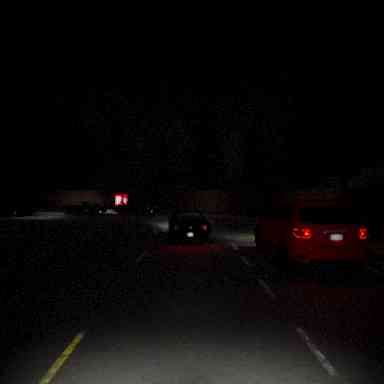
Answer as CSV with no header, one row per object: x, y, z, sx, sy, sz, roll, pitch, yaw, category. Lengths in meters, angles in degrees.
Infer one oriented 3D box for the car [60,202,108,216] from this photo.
-10.671,1.609,32.637,4.718,1.301,1.895,0,0,28,car

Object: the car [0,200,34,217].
-17.170,1.486,31.112,5.008,1.535,1.882,0,0,18,car

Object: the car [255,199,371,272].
3.586,1.224,10.960,2.150,2.045,5.566,0,0,0,car

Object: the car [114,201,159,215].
-5.723,1.609,33.723,4.718,1.301,1.895,0,0,36,car

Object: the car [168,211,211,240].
-0.270,1.605,16.967,1.895,1.301,4.718,0,0,-5,car
